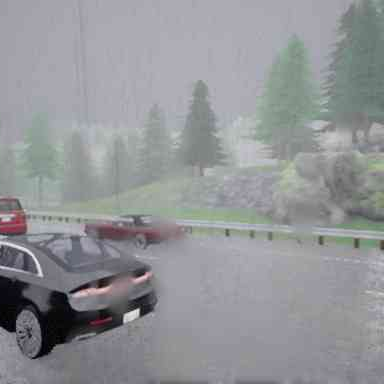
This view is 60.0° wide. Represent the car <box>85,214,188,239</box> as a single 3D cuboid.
[{"bbox_3d":[-2.586,1.607,14.438,4.718,1.301,1.895,0,0,36],"label":"car"}]

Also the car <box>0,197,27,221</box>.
[{"bbox_3d":[-9.806,1.231,15.305,5.566,2.045,2.150,0,0,36],"label":"car"}]

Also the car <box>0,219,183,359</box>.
[{"bbox_3d":[-2.807,1.495,5.996,4.902,1.511,2.128,0,0,36],"label":"car"}]
